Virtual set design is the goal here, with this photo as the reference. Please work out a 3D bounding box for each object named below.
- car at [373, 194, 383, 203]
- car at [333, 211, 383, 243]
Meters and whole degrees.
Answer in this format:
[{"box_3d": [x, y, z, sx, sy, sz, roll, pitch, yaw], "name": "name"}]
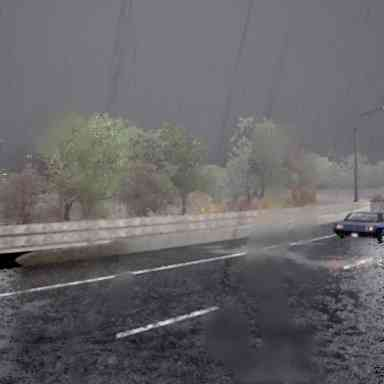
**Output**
[{"box_3d": [36.553, 1.158, 64.223, 2.097, 1.767, 4.553, 0, 0, 13], "name": "car"}, {"box_3d": [8.711, 1.590, 16.139, 4.718, 1.301, 1.895, 0, 0, -45], "name": "car"}]
